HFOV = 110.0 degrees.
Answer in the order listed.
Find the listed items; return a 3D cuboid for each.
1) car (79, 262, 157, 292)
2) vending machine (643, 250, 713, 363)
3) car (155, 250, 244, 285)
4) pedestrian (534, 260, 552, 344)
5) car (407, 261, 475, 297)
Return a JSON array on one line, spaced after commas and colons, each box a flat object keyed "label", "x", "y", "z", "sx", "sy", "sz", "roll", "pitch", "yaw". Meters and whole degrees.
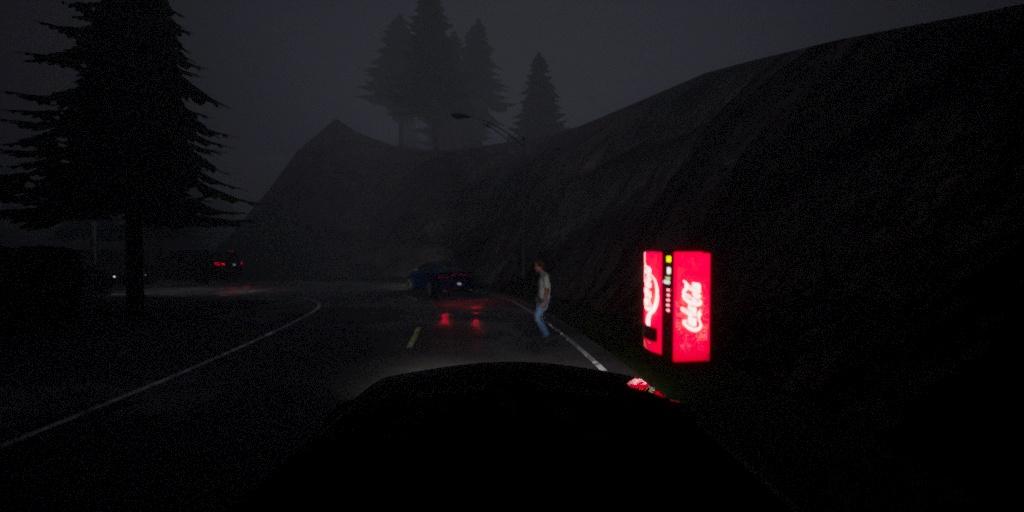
[{"label": "car", "x": -21.672, "y": 1.093, "z": 18.446, "sx": 4.718, "sy": 1.301, "sz": 1.895, "roll": 0, "pitch": 1, "yaw": 2}, {"label": "vending machine", "x": 3.204, "y": 0.864, "z": 7.056, "sx": 1.100, "sy": 2.100, "sz": 0.880, "roll": 0, "pitch": 0, "yaw": -7}, {"label": "car", "x": -19.685, "y": 0.654, "z": 22.047, "sx": 5.566, "sy": 2.045, "sz": 2.150, "roll": -1, "pitch": 1, "yaw": 2}, {"label": "pedestrian", "x": 0.712, "y": 0.950, "z": 7.840, "sx": 0.375, "sy": 1.860, "sz": 0.375, "roll": 0, "pitch": 1, "yaw": -8}, {"label": "car", "x": -3.501, "y": 0.992, "z": 17.143, "sx": 1.882, "sy": 1.535, "sz": 5.008, "roll": 0, "pitch": 0, "yaw": -31}]
